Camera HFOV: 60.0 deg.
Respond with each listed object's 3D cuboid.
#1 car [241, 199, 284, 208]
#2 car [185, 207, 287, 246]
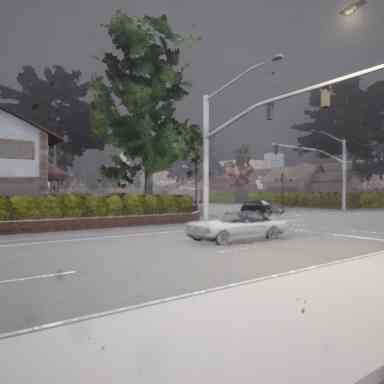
[{"bbox_3d":[6.783,1.444,32.223,1.812,1.442,4.674,0,0,-36],"label":"car"},{"bbox_3d":[2.043,1.563,15.057,4.718,1.301,1.895,0,0,-33],"label":"car"}]
